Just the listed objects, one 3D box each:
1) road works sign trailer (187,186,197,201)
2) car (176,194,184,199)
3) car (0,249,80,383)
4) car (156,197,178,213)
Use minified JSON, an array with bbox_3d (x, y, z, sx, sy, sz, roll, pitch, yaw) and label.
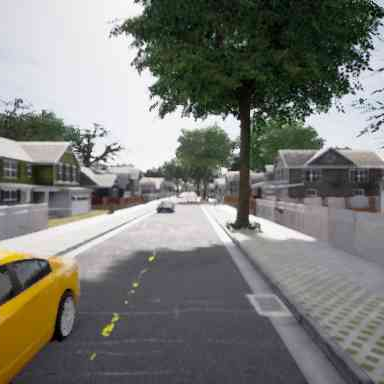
[{"bbox_3d":[0.000,0.358,77.857,2.380,3.560,2.880,0,0,0],"label":"road works sign trailer"},{"bbox_3d":[-2.757,1.066,78.198,1.882,1.535,5.008,0,0,0],"label":"car"},{"bbox_3d":[-2.838,1.478,3.654,1.882,1.535,5.008,0,0,0],"label":"car"},{"bbox_3d":[-2.845,1.551,36.856,2.033,1.411,5.357,0,0,0],"label":"car"}]
